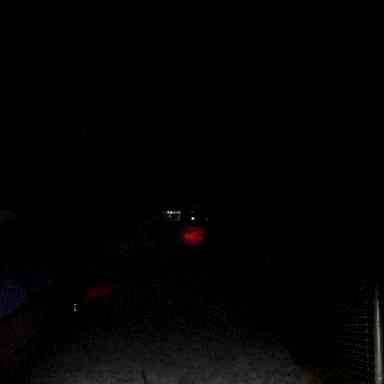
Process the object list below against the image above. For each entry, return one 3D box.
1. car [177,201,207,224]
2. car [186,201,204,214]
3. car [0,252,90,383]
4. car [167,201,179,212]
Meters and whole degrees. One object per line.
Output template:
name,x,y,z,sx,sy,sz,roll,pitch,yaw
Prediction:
car,0.076,1.654,25.798,1.837,1.490,4.892,0,-1,0
car,0.492,1.906,42.957,2.128,1.511,4.902,0,-1,3
car,-2.853,1.549,4.124,2.033,1.411,5.357,0,0,0
car,-2.256,2.027,46.757,2.033,1.411,5.357,0,-1,4
